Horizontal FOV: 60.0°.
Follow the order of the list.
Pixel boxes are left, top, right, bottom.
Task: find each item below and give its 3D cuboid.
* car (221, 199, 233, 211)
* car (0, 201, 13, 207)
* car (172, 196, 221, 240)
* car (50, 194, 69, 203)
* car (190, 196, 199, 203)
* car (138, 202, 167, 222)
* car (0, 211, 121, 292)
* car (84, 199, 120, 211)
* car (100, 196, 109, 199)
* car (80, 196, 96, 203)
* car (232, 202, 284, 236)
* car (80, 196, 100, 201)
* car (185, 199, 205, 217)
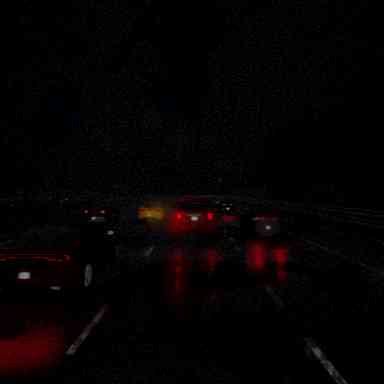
[{"bbox_3d":[3.939,1.547,38.653,1.837,1.490,4.892,0,0,1],"label":"car"},{"bbox_3d":[-20.779,1.702,35.327,1.994,1.385,4.181,0,0,1],"label":"car"},{"bbox_3d":[0.141,1.277,17.596,2.150,2.045,5.566,0,0,1],"label":"car"},{"bbox_3d":[-27.381,1.399,69.018,2.150,2.045,5.566,0,0,1],"label":"car"},{"bbox_3d":[0.652,1.592,72.237,1.882,1.535,5.008,0,-1,1],"label":"car"},{"bbox_3d":[-3.167,1.554,27.376,1.882,1.535,5.008,0,0,1],"label":"car"},{"bbox_3d":[-3.337,1.525,9.131,1.882,1.535,5.008,0,0,1],"label":"car"},{"bbox_3d":[-6.688,1.581,25.118,2.128,1.511,4.902,0,0,1],"label":"car"},{"bbox_3d":[-20.307,1.582,76.752,2.033,1.411,5.357,0,-1,1],"label":"car"},{"bbox_3d":[-23.811,1.619,76.370,2.128,1.511,4.902,0,-1,1],"label":"car"},{"bbox_3d":[3.753,1.535,18.735,2.128,1.511,4.902,0,0,1],"label":"car"},{"bbox_3d":[-17.055,1.602,54.438,1.837,1.490,4.892,0,0,1],"label":"car"},{"bbox_3d":[0.289,1.540,33.272,1.882,1.535,5.008,0,0,1],"label":"car"}]
